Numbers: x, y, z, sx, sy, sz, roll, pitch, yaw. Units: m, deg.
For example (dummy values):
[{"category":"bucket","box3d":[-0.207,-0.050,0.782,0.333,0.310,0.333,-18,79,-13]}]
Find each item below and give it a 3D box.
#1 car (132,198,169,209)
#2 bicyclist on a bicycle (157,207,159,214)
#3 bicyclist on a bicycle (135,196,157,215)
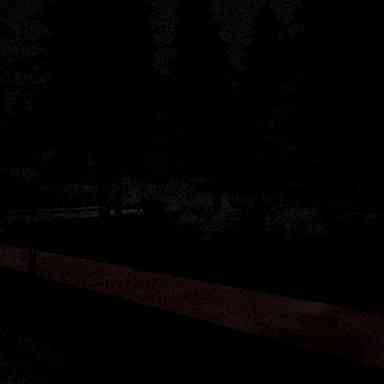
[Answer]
[{"category":"car","box3d":[-5.016,1.438,40.519,1.895,1.301,4.718,0,0,35]},{"category":"bicyclist on a bicycle","box3d":[-3.563,1.143,28.944,1.656,1.620,0.582,0,0,22]},{"category":"bicyclist on a bicycle","box3d":[-4.125,1.142,28.461,1.656,1.620,0.582,0,0,15]}]
